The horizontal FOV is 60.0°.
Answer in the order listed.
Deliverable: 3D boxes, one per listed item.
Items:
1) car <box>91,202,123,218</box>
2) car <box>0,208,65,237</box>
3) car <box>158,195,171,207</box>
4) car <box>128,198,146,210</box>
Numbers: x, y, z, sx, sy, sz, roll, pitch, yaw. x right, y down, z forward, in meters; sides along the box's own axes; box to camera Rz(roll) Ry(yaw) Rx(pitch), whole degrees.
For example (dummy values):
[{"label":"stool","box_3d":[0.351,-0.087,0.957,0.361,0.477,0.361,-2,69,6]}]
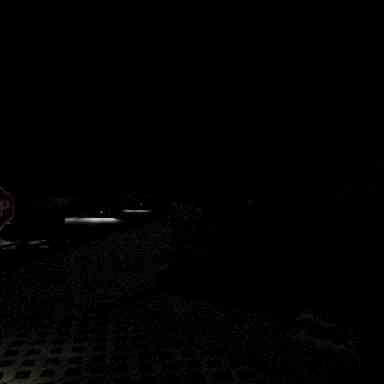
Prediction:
[{"label":"car","box_3d":[-7.704,1.574,30.540,1.994,1.385,4.181,0,0,2]},{"label":"car","box_3d":[-8.882,1.555,17.802,1.895,1.301,4.718,0,0,10]},{"label":"car","box_3d":[-4.677,1.696,55.652,1.994,1.385,4.181,0,0,-3]},{"label":"car","box_3d":[-7.344,1.548,44.826,1.882,1.535,5.008,0,0,0]}]
